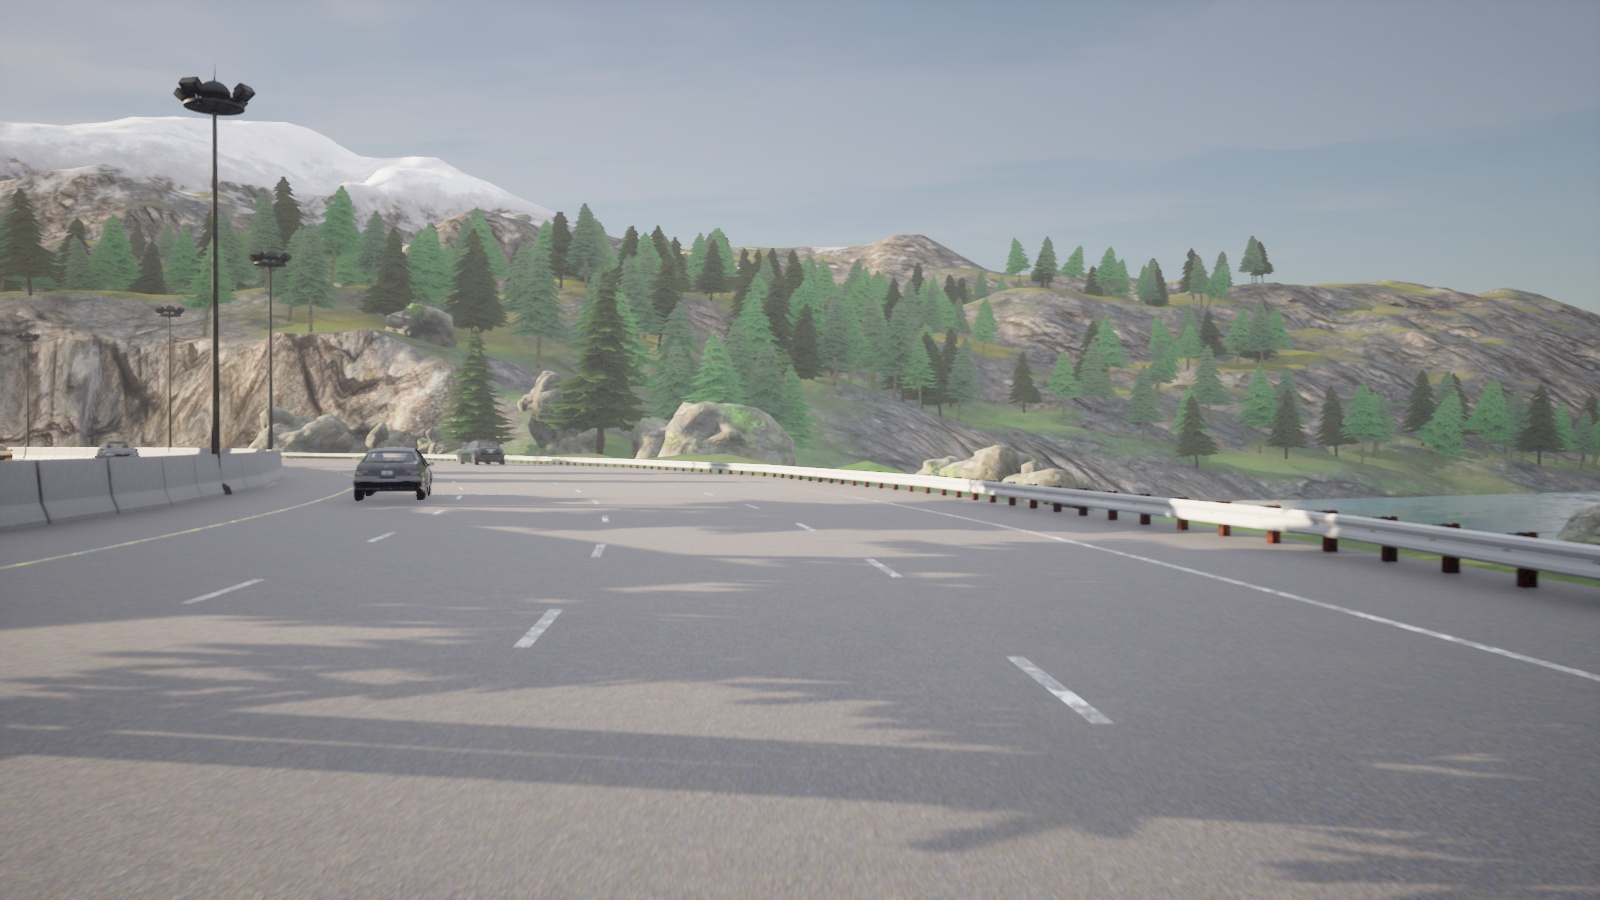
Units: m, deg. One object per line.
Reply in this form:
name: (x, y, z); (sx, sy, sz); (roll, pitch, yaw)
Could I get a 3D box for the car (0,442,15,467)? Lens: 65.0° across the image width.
car: (-50.280, 0.257, 78.281); (1.882, 1.535, 5.008); (0, 0, -36)

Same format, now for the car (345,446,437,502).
car: (-11.154, 0.593, 34.563); (2.033, 1.411, 5.357); (0, 0, -14)

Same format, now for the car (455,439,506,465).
car: (-22.090, 0.106, 86.595); (2.097, 1.767, 4.553); (0, 0, -32)

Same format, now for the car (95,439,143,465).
car: (-45.041, 0.100, 83.010); (2.242, 1.667, 4.611); (0, 0, -36)
